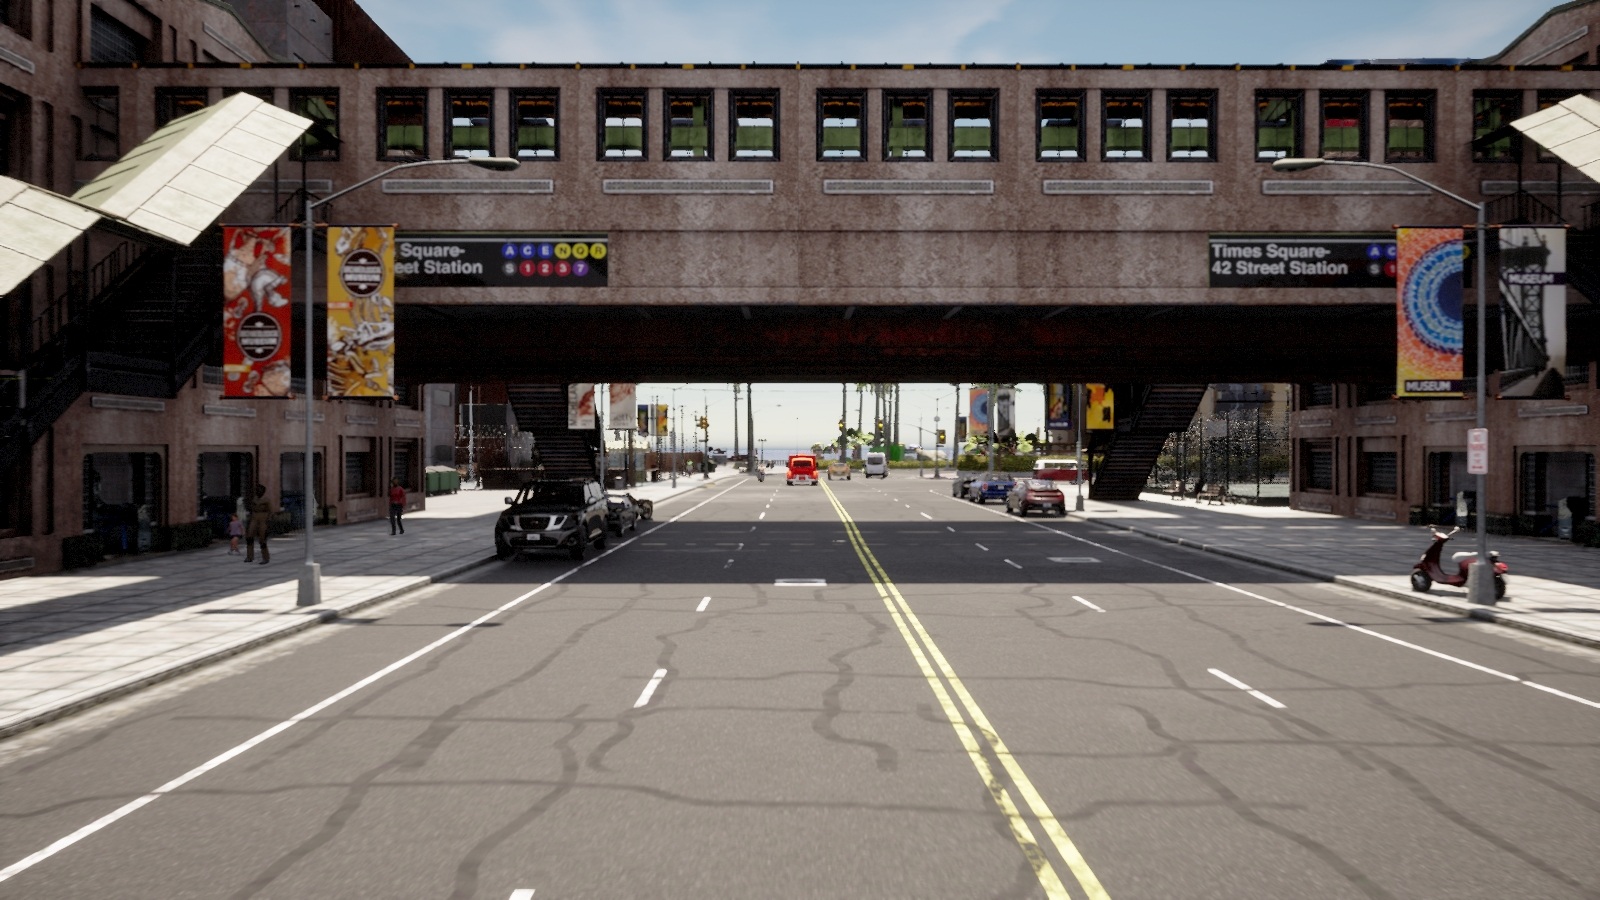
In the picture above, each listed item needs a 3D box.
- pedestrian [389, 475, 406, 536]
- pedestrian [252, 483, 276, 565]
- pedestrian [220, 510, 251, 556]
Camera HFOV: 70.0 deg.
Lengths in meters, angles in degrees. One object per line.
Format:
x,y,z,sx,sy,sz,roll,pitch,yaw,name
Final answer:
-12.372,1.696,35.121,0.375,1.860,0.375,0,0,5,pedestrian
-12.312,1.696,26.248,0.375,1.860,0.375,0,0,7,pedestrian
-14.119,2.076,28.601,0.500,1.100,0.500,0,0,9,pedestrian
